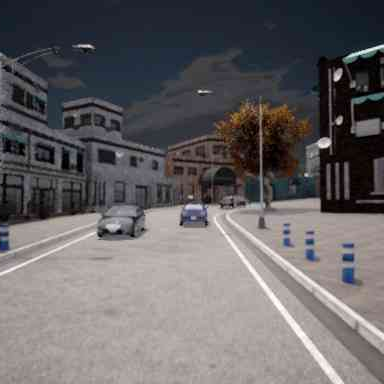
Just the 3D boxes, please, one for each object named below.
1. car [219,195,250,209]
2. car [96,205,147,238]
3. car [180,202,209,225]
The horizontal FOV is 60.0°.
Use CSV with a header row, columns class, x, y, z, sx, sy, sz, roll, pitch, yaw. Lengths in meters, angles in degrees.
class,x,y,z,sx,sy,sz,roll,pitch,yaw
car,5.164,1.161,39.964,2.128,1.511,4.902,-2,0,38
car,-3.566,1.459,17.499,2.128,1.511,4.902,0,0,1
car,0.198,1.458,23.314,1.812,1.442,4.674,0,0,2
